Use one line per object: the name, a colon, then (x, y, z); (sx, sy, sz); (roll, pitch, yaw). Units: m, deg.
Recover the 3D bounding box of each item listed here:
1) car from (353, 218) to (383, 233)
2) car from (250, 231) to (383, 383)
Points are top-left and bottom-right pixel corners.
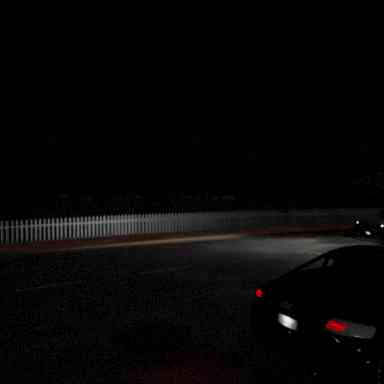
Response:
car: (9.839, 1.457, 15.025); (4.718, 1.301, 1.895); (0, 0, -13)
car: (2.942, 1.520, 4.938); (4.181, 1.385, 1.994); (-1, 0, -27)
